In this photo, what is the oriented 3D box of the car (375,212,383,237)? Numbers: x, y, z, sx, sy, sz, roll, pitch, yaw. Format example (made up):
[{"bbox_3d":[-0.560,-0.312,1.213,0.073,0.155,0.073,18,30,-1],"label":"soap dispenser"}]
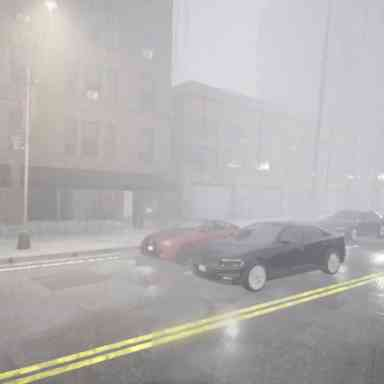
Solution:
[{"bbox_3d":[10.786,1.662,15.355,5.008,1.535,1.882,1,0,-35],"label":"car"}]

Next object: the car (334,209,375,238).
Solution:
[{"bbox_3d":[8.584,1.686,17.773,4.892,1.490,1.837,1,0,-36],"label":"car"}]

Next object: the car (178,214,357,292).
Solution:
[{"bbox_3d":[2.285,1.554,9.294,5.008,1.535,1.882,1,0,-35],"label":"car"}]

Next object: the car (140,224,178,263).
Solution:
[{"bbox_3d":[0.292,1.639,11.867,4.181,1.385,1.994,1,0,-35],"label":"car"}]
